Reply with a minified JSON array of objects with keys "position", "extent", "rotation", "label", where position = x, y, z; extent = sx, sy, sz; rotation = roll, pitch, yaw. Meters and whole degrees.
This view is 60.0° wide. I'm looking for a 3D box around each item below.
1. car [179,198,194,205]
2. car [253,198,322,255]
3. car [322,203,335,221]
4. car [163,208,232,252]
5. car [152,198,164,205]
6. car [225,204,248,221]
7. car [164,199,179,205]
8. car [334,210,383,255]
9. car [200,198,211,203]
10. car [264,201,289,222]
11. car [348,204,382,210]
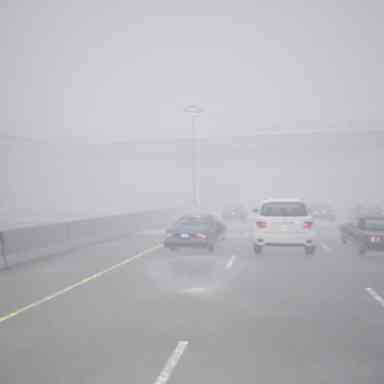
[{"position":[-0.523,2.060,71.911],"extent":[2.128,1.511,4.902],"rotation":[-1,0,13],"label":"car"},{"position":[3.721,1.270,13.787],"extent":[2.150,2.045,5.566],"rotation":[-1,0,13],"label":"car"},{"position":[10.576,1.613,27.557],"extent":[2.033,1.411,5.357],"rotation":[-1,0,13],"label":"car"},{"position":[0.314,1.651,14.569],"extent":[2.033,1.411,5.357],"rotation":[-1,0,13],"label":"car"},{"position":[-7.337,2.113,73.513],"extent":[1.882,1.535,5.008],"rotation":[-1,0,13],"label":"car"},{"position":[3.840,1.732,29.483],"extent":[1.994,1.385,4.181],"rotation":[-1,0,14],"label":"car"},{"position":[-3.930,2.138,72.712],"extent":[1.994,1.385,4.181],"rotation":[-1,0,13],"label":"car"},{"position":[7.155,1.605,13.073],"extent":[1.895,1.301,4.718],"rotation":[-1,0,13],"label":"car"},{"position":[2.883,1.985,71.110],"extent":[1.837,1.490,4.892],"rotation":[-1,0,13],"label":"car"},{"position":[7.244,1.625,28.667],"extent":[1.837,1.490,4.892],"rotation":[-1,0,13],"label":"car"},{"position":[14.010,1.617,26.866],"extent":[1.895,1.301,4.718],"rotation":[-1,0,13],"label":"car"}]
